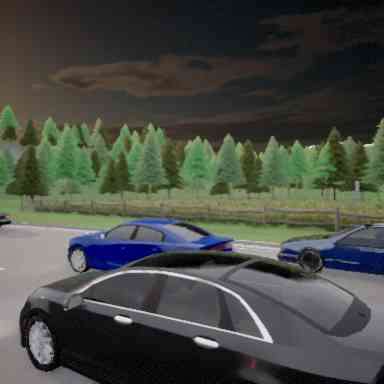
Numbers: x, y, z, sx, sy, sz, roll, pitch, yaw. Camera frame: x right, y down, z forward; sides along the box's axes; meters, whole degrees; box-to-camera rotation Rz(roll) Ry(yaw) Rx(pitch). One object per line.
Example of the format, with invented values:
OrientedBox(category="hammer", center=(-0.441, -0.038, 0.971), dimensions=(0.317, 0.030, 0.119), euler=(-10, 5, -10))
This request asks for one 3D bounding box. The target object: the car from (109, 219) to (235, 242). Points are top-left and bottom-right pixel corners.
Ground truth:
OrientedBox(category="car", center=(-1.240, 1.459, 8.940), dimensions=(5.008, 1.535, 1.882), euler=(0, 0, 33))

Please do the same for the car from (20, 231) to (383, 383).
OrientedBox(category="car", center=(-0.155, 1.496, 4.031), dimensions=(4.892, 1.490, 1.837), euler=(0, 0, 35))

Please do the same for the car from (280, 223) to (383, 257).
OrientedBox(category="car", center=(5.123, 1.544, 8.907), dimensions=(5.357, 1.411, 2.033), euler=(0, 0, 35))

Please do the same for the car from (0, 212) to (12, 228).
OrientedBox(category="car", center=(-13.044, 1.480, 19.492), dimensions=(5.357, 1.411, 2.033), euler=(0, 0, 25))
